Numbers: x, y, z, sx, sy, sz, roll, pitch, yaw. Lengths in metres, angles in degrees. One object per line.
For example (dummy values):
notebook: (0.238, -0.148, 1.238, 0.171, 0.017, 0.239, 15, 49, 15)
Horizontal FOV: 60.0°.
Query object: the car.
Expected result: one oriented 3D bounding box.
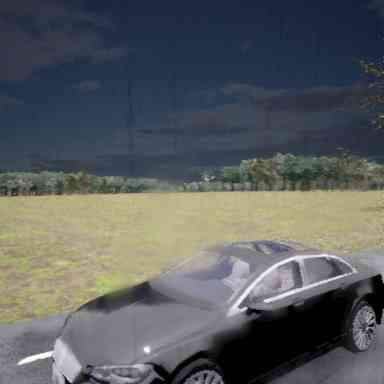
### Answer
car: (0.746, 1.491, 4.535, 4.902, 1.511, 2.128, 0, 0, -36)
